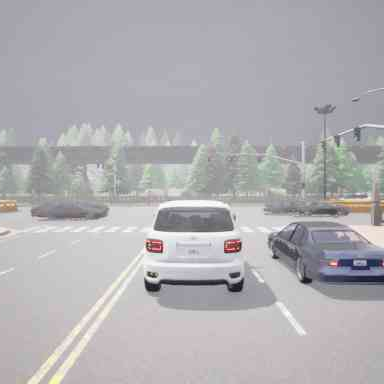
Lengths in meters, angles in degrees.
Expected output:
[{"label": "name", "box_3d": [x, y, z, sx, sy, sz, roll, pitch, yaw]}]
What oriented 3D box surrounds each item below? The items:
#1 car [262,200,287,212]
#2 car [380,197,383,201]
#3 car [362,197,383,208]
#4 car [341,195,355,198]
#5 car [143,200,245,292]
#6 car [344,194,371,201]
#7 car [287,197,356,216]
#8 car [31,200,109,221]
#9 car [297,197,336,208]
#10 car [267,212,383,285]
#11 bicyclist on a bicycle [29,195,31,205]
[{"label": "car", "box_3d": [9.902, 1.547, 33.616, 5.357, 1.411, 2.033, 0, 0, 0]}, {"label": "car", "box_3d": [26.174, 1.478, 40.734, 5.008, 1.535, 1.882, 0, 0, 0]}, {"label": "car", "box_3d": [27.319, 1.505, 47.727, 4.892, 1.490, 1.837, 0, 0, 0]}, {"label": "car", "box_3d": [16.671, 1.491, 40.779, 4.902, 1.511, 2.128, 0, 0, 0]}, {"label": "car", "box_3d": [0.067, 1.221, 9.061, 2.150, 2.045, 5.566, 0, 0, 1]}, {"label": "car", "box_3d": [21.113, 1.221, 44.256, 5.566, 2.045, 2.150, 0, 0, 0]}, {"label": "car", "box_3d": [11.616, 1.492, 30.107, 4.902, 1.511, 2.128, 0, 0, 0]}, {"label": "car", "box_3d": [-9.597, 1.548, 26.725, 5.357, 1.411, 2.033, 0, 0, 0]}, {"label": "car", "box_3d": [17.827, 1.477, 47.774, 5.008, 1.535, 1.882, 0, 0, 0]}, {"label": "car", "box_3d": [3.576, 1.547, 9.550, 2.033, 1.411, 5.357, 0, 0, 0]}, {"label": "bicyclist on a bicycle", "box_3d": [-27.018, 1.301, 55.805, 0.582, 1.620, 1.656, 0, 0, 0]}]
